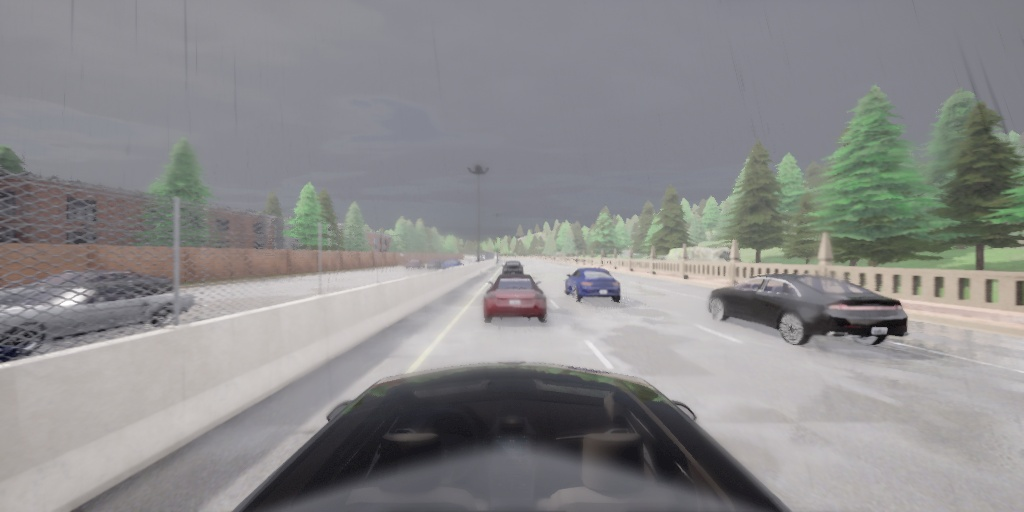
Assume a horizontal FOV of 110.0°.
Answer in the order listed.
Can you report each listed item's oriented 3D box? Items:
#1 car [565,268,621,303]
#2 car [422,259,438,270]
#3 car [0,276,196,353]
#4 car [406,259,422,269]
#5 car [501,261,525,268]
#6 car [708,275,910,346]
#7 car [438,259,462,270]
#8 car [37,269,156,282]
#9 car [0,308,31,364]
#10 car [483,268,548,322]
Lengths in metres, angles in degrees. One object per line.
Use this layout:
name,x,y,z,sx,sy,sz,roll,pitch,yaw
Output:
car,3.584,1.246,16.374,1.812,1.442,4.674,0,0,0
car,-10.579,1.146,50.349,2.128,1.511,4.902,0,0,0
car,-10.601,1.338,8.689,1.895,1.301,4.718,0,0,0
car,-14.074,1.176,52.550,1.812,1.442,4.674,0,0,0
car,0.096,1.195,31.974,1.837,1.490,4.892,0,0,0
car,7.098,1.226,9.351,2.128,1.511,4.902,0,0,0
car,-7.089,1.147,42.702,1.882,1.535,5.008,0,0,0
car,-14.100,1.223,11.947,2.128,1.511,4.902,0,0,0
car,-7.101,1.351,2.205,1.895,1.301,4.718,0,0,0
car,0.099,1.293,12.258,1.994,1.385,4.181,0,0,0
